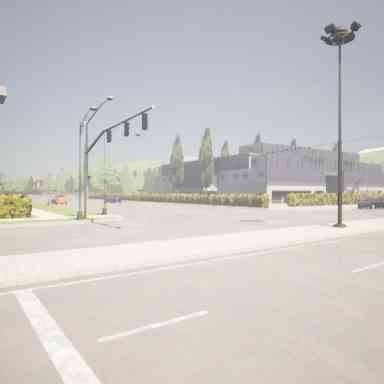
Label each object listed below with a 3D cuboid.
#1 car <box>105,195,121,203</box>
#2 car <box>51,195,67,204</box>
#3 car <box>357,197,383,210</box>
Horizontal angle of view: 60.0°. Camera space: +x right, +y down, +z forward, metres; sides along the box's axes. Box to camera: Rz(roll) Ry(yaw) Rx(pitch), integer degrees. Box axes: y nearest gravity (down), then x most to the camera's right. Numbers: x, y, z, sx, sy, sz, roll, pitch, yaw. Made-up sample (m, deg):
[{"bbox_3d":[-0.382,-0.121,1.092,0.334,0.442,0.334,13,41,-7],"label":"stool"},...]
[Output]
[{"bbox_3d":[-16.148,1.349,67.907,2.097,1.767,4.553,0,0,-34],"label":"car"},{"bbox_3d":[-24.833,1.349,62.144,2.097,1.767,4.553,0,0,-34],"label":"car"},{"bbox_3d":[23.813,1.495,43.927,4.892,1.490,1.837,0,0,-34],"label":"car"}]
